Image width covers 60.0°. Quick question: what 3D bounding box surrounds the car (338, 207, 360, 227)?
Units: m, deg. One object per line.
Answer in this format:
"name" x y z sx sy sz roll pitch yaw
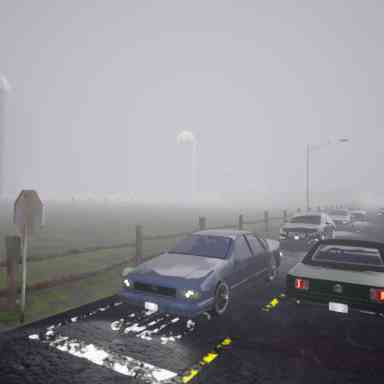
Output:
"car" 10.981 1.979 24.815 2.033 1.411 5.357 0 -1 31

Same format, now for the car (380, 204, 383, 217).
"car" 24.906 2.287 41.950 1.837 1.490 4.892 0 -1 32

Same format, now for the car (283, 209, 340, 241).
"car" 5.801 1.776 16.436 1.837 1.490 4.892 0 -1 32

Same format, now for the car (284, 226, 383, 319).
"car" 3.674 1.723 7.573 1.895 1.301 4.718 0 -1 32

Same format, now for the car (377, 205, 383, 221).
"car" 19.635 2.163 33.326 2.033 1.411 5.357 0 -1 32

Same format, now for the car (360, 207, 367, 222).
"car" 16.245 2.158 33.262 1.994 1.385 4.181 0 -1 32

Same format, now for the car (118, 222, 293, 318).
"car" 0.668 1.660 8.116 2.033 1.411 5.357 0 -1 31
